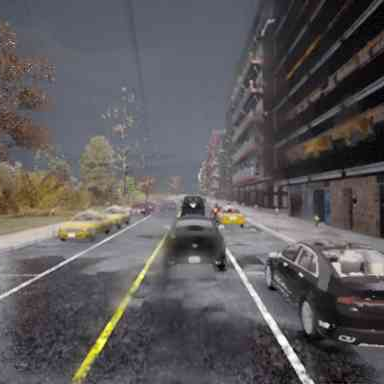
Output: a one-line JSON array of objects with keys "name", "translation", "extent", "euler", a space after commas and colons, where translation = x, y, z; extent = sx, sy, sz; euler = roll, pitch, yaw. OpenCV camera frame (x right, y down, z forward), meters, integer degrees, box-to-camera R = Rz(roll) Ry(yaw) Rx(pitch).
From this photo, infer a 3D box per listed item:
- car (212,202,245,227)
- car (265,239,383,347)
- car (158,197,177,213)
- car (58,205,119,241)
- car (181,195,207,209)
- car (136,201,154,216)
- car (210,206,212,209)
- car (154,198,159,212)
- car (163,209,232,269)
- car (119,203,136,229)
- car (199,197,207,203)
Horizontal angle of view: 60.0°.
[{"name": "car", "translation": [2.582, 1.608, 23.154], "extent": [1.752, 1.417, 4.829], "euler": [1, 0, 0]}, {"name": "car", "translation": [2.575, 1.573, 6.350], "extent": [2.008, 1.369, 4.403], "euler": [1, 0, 0]}, {"name": "car", "translation": [-2.833, 1.690, 40.164], "extent": [2.033, 1.411, 5.357], "euler": [0, 0, 0]}, {"name": "car", "translation": [-5.301, 1.586, 17.061], "extent": [1.752, 1.417, 4.829], "euler": [1, 0, 0]}, {"name": "car", "translation": [0.105, 1.335, 31.768], "extent": [2.150, 2.045, 5.566], "euler": [0, 0, 0]}, {"name": "car", "translation": [-5.295, 1.702, 33.839], "extent": [1.802, 1.307, 4.206], "euler": [1, 0, 0]}, {"name": "car", "translation": [2.585, 1.542, 28.530], "extent": [1.967, 1.590, 4.097], "euler": [1, 0, 0]}, {"name": "car", "translation": [-5.293, 1.722, 39.376], "extent": [1.802, 1.307, 4.206], "euler": [1, 0, 0]}, {"name": "car", "translation": [0.080, 1.547, 11.293], "extent": [1.837, 1.490, 4.892], "euler": [0, 0, 0]}, {"name": "car", "translation": [-5.298, 1.606, 22.597], "extent": [1.752, 1.417, 4.829], "euler": [1, 0, 0]}, {"name": "car", "translation": [2.602, 1.862, 78.433], "extent": [1.802, 1.307, 4.206], "euler": [1, 0, 0]}]
